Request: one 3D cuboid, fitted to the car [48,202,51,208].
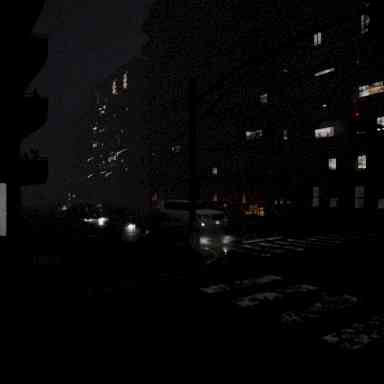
[{"bbox_3d":[-28.394,2.623,70.908,2.192,1.841,5.009,-1,0,-36],"label":"car"}]

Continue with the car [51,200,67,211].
[{"bbox_3d":[-23.181,2.600,59.394,1.837,1.490,4.892,0,-1,-36],"label":"car"}]

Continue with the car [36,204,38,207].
[{"bbox_3d":[-38.357,3.168,84.665,1.947,1.339,4.313,-1,0,-36],"label":"car"}]

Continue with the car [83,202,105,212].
[{"bbox_3d":[-16.312,2.432,55.097,1.882,1.535,5.008,0,-1,-36],"label":"car"}]

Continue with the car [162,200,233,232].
[{"bbox_3d":[-0.094,1.538,22.101,2.150,2.045,5.566,0,-1,-36],"label":"car"}]

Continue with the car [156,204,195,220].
[{"bbox_3d":[-1.791,2.045,34.227,1.887,1.381,4.507,-1,0,-36],"label":"car"}]

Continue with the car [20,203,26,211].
[{"bbox_3d":[-31.786,2.769,61.374,1.887,1.381,4.507,-1,0,-36],"label":"car"}]

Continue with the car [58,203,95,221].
[{"bbox_3d":[-11.838,2.163,33.863,1.887,1.381,4.507,-1,0,-36],"label":"car"}]

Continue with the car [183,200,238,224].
[{"bbox_3d":[1.527,1.713,29.643,2.192,1.841,5.009,-1,0,-36],"label":"car"}]

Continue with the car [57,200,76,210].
[{"bbox_3d":[-25.069,2.524,66.322,2.192,1.841,5.009,-1,0,-36],"label":"car"}]

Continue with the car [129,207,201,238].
[{"bbox_3d":[-1.764,1.833,19.970,1.752,1.417,4.829,-1,0,-36],"label":"car"}]

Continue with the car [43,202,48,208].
[{"bbox_3d":[-31.712,2.972,75.492,1.947,1.339,4.313,-1,0,-36],"label":"car"}]

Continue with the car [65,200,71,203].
[{"bbox_3d":[-17.652,2.419,51.766,2.128,1.511,4.902,0,-1,-36],"label":"car"}]

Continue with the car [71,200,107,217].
[{"bbox_3d":[-12.031,2.035,38.584,2.097,1.767,4.553,0,-1,-36],"label":"car"}]

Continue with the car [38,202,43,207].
[{"bbox_3d":[-35.038,3.049,80.077,1.887,1.381,4.507,-1,0,-36],"label":"car"}]

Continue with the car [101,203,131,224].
[{"bbox_3d":[-6.140,2.050,30.439,2.033,1.411,5.357,0,-1,-36],"label":"car"}]
